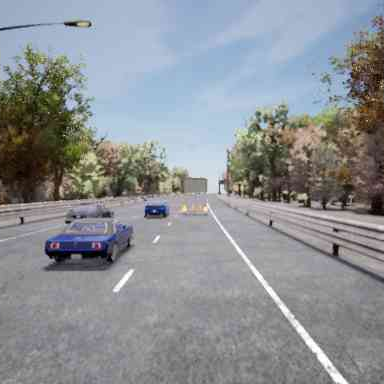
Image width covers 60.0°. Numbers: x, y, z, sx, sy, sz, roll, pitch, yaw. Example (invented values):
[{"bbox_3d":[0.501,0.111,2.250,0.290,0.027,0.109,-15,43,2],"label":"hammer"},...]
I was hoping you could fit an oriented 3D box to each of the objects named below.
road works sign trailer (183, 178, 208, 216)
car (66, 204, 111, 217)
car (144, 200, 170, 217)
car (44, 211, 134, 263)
[{"bbox_3d":[0.320,0.418,31.929,2.380,3.560,2.880,0,0,2],"label":"road works sign trailer"},{"bbox_3d":[-6.735,1.519,22.316,2.033,1.411,5.357,0,0,1],"label":"car"},{"bbox_3d":[-3.102,1.435,30.285,1.882,1.535,5.008,0,0,1],"label":"car"},{"bbox_3d":[-3.348,1.587,11.889,1.895,1.301,4.718,0,0,0],"label":"car"}]
